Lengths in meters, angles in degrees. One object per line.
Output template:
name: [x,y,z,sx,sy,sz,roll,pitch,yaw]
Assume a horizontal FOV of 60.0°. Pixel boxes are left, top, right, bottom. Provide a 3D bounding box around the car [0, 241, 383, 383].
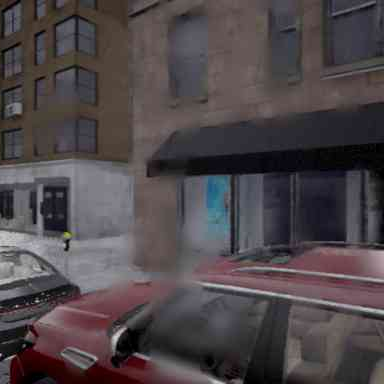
car: [0.778,1.318,2.337,5.009,1.841,2.192,0,0,36]
